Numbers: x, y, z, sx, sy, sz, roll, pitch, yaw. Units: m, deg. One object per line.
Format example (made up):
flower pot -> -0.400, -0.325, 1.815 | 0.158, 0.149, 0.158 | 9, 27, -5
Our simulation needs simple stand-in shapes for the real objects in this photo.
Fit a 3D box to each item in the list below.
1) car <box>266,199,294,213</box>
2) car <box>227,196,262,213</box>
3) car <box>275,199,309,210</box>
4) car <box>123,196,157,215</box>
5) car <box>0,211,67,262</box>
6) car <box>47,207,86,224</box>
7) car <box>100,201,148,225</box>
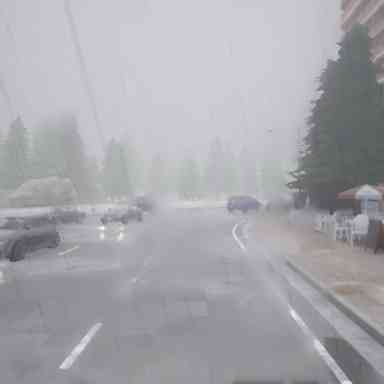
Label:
car -> 10.697, 1.736, 40.045 | 1.837, 1.490, 4.892 | 0, -1, 43
car -> 6.385, 1.454, 40.485 | 2.150, 2.045, 5.566 | 0, 0, 39
car -> 14.330, 1.768, 47.608 | 4.902, 1.511, 2.128 | 0, 0, -35
car -> -5.755, 1.416, 34.695 | 2.150, 2.045, 5.566 | 0, 0, 25
car -> -6.619, 1.632, 12.315 | 1.994, 1.385, 4.181 | 0, 0, 3
car -> -9.285, 1.729, 23.154 | 1.895, 1.301, 4.718 | 0, 0, 9
car -> -5.298, 1.670, 25.788 | 1.812, 1.442, 4.674 | 0, -1, 14
